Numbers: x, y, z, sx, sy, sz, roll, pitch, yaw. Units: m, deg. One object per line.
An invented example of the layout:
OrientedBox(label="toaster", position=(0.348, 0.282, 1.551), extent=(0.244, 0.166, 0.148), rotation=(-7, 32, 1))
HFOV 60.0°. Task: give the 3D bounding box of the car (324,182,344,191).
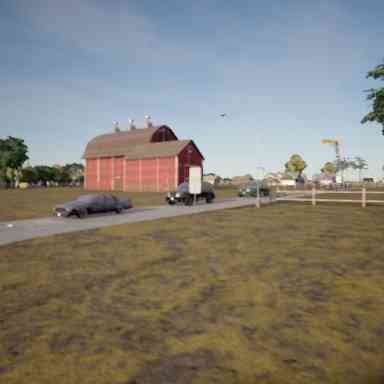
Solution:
OrientedBox(label="car", position=(26.239, -0.958, 62.200), extent=(2.033, 1.411, 5.357), rotation=(0, 2, 35))

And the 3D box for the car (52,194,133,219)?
OrientedBox(label="car", position=(-6.260, 0.825, 21.652), extent=(2.033, 1.411, 5.357), rotation=(0, 2, 35))

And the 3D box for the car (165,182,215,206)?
OrientedBox(label="car", position=(-0.039, 0.101, 30.372), extent=(2.150, 2.045, 5.566), rotation=(1, 2, 36))

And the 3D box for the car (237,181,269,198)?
OrientedBox(label="car", position=(7.678, -0.378, 41.182), extent=(2.150, 2.045, 5.566), rotation=(0, 2, 36))

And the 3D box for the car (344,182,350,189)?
OrientedBox(label="car", position=(32.276, -1.314, 70.838), extent=(1.837, 1.490, 4.892), rotation=(0, 2, 35))
